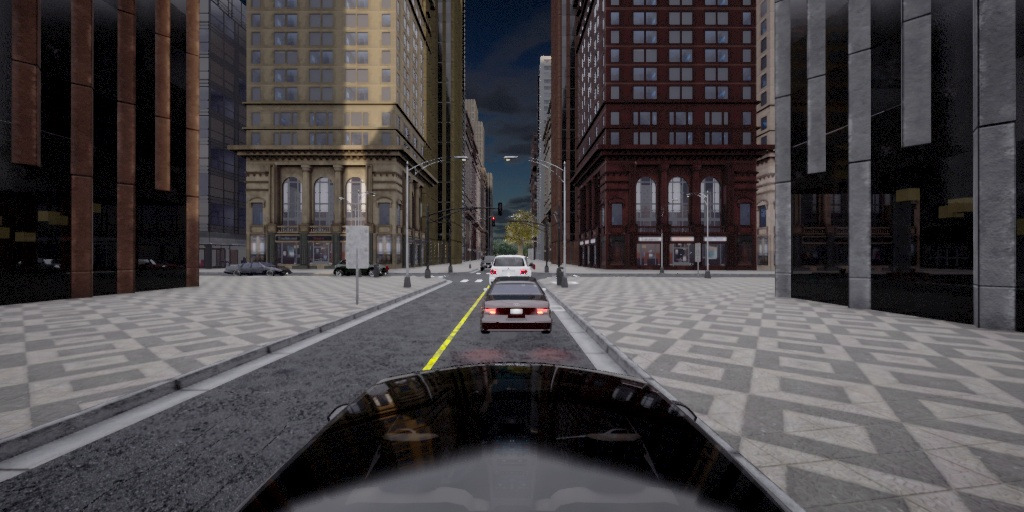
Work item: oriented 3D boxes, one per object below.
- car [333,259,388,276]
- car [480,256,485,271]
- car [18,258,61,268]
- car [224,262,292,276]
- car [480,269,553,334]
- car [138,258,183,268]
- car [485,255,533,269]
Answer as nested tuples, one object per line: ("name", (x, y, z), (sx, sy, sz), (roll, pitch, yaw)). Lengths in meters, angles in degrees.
("car", (-13.992, 1.052, 33.339), (4.553, 1.767, 2.097), (0, 0, 0))
("car", (-3.132, 0.969, 49.484), (2.150, 2.045, 5.566), (0, 0, -1))
("car", (-43.161, 0.979, 33.370), (4.553, 1.767, 2.097), (0, 0, 0))
("car", (-23.573, 1.220, 33.332), (5.357, 1.411, 2.033), (0, 0, 0))
("car", (0.091, 1.297, 10.609), (2.033, 1.411, 5.357), (0, 0, 0))
("car", (-33.360, 1.001, 33.340), (4.553, 1.767, 2.097), (0, 0, 0))
("car", (0.015, 0.971, 20.854), (2.150, 2.045, 5.566), (0, 0, 4))
